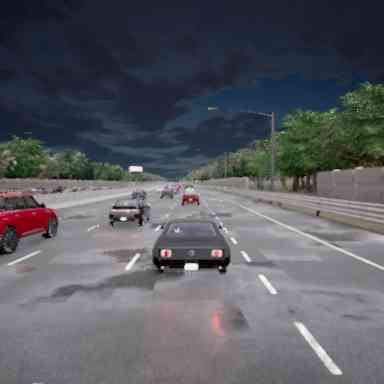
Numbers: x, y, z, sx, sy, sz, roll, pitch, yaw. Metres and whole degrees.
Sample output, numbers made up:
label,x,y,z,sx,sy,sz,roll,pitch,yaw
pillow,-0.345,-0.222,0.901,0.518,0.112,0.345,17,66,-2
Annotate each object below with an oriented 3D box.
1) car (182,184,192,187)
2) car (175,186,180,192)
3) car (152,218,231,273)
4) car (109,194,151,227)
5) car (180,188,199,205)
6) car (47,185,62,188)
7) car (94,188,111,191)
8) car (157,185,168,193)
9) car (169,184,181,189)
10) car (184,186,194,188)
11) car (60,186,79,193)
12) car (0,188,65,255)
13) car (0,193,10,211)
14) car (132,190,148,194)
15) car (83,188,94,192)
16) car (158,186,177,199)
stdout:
label,x,y,z,sx,sy,sz,roll,pitch,yaw
car,-0.752,-0.849,82.835,2.150,2.045,5.566,0,2,-1
car,-4.032,-0.100,69.201,1.895,1.301,4.718,0,2,-1
car,-0.016,1.435,10.066,1.895,1.301,4.718,0,1,0
car,-3.553,1.109,19.620,2.128,1.511,4.902,0,1,0
car,-0.173,0.602,38.028,1.882,1.535,5.008,0,2,0
car,-28.531,-0.484,68.922,2.150,2.045,5.566,0,2,-1
car,-18.033,-0.184,69.121,2.033,1.411,5.357,0,2,-1
car,-7.765,-0.495,83.612,1.895,1.301,4.718,0,2,-1
car,-4.308,-0.680,85.999,1.882,1.535,5.008,0,2,-1
car,-0.422,0.036,61.203,1.812,1.442,4.674,0,2,-1
car,-25.032,-0.190,69.013,2.128,1.511,4.902,0,2,-1
car,-7.024,1.014,12.451,2.150,2.045,5.566,0,1,0
car,-17.690,0.905,28.118,1.837,1.490,4.892,0,2,0
car,-7.246,0.426,45.985,1.837,1.490,4.892,0,2,-1
car,-21.552,-0.229,70.421,1.994,1.385,4.181,0,2,-1
car,-3.814,0.254,52.392,1.837,1.490,4.892,0,2,-1
